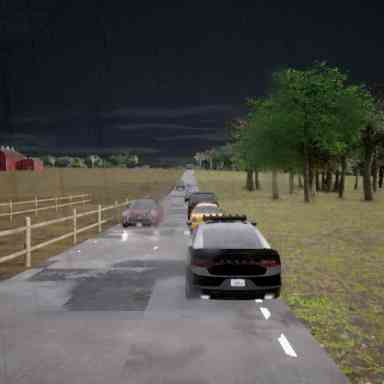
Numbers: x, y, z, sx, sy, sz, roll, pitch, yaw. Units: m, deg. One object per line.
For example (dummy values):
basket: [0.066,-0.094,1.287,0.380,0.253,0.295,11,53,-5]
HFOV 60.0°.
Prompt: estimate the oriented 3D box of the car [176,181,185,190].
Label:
car: [-2.917,-1.627,84.898,2.150,2.045,5.566,0,4,0]

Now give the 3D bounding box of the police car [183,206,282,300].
police car: [0.808,1.385,8.485,1.930,1.638,5.238,0,0,0]

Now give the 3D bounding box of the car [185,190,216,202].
car: [0.777,0.952,24.395,2.150,2.045,5.566,0,1,0]

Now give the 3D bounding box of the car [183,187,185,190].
car: [-0.116,0.246,58.983,1.895,1.301,4.718,0,2,0]

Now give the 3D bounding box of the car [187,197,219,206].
car: [0.788,1.293,18.562,1.801,1.575,5.366,0,1,0]

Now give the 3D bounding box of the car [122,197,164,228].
car: [-2.890,1.158,20.367,2.097,1.767,4.553,0,1,0]
